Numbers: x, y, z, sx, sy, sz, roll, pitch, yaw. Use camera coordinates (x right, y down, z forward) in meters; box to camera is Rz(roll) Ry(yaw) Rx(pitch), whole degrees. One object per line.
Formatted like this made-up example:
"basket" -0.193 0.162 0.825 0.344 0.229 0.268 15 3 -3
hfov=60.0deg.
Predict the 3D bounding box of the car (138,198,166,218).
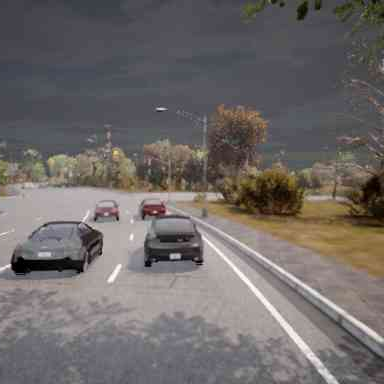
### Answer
"car" -3.298 1.245 27.095 1.882 1.535 5.008 -1 2 -13

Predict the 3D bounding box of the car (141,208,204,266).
"car" -0.719 1.554 11.844 1.837 1.490 4.892 0 1 -6

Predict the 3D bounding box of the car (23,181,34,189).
"car" -41.511 -1.797 84.196 2.150 2.045 5.566 -2 3 -30

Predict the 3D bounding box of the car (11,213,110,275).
"car" -4.135 1.639 10.888 1.994 1.385 4.181 0 0 -6

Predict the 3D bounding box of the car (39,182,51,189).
"car" -38.495 -1.599 85.985 1.812 1.442 4.674 -2 3 -30

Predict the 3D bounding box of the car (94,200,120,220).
"car" -6.641 1.350 26.064 1.812 1.442 4.674 -1 2 -13
